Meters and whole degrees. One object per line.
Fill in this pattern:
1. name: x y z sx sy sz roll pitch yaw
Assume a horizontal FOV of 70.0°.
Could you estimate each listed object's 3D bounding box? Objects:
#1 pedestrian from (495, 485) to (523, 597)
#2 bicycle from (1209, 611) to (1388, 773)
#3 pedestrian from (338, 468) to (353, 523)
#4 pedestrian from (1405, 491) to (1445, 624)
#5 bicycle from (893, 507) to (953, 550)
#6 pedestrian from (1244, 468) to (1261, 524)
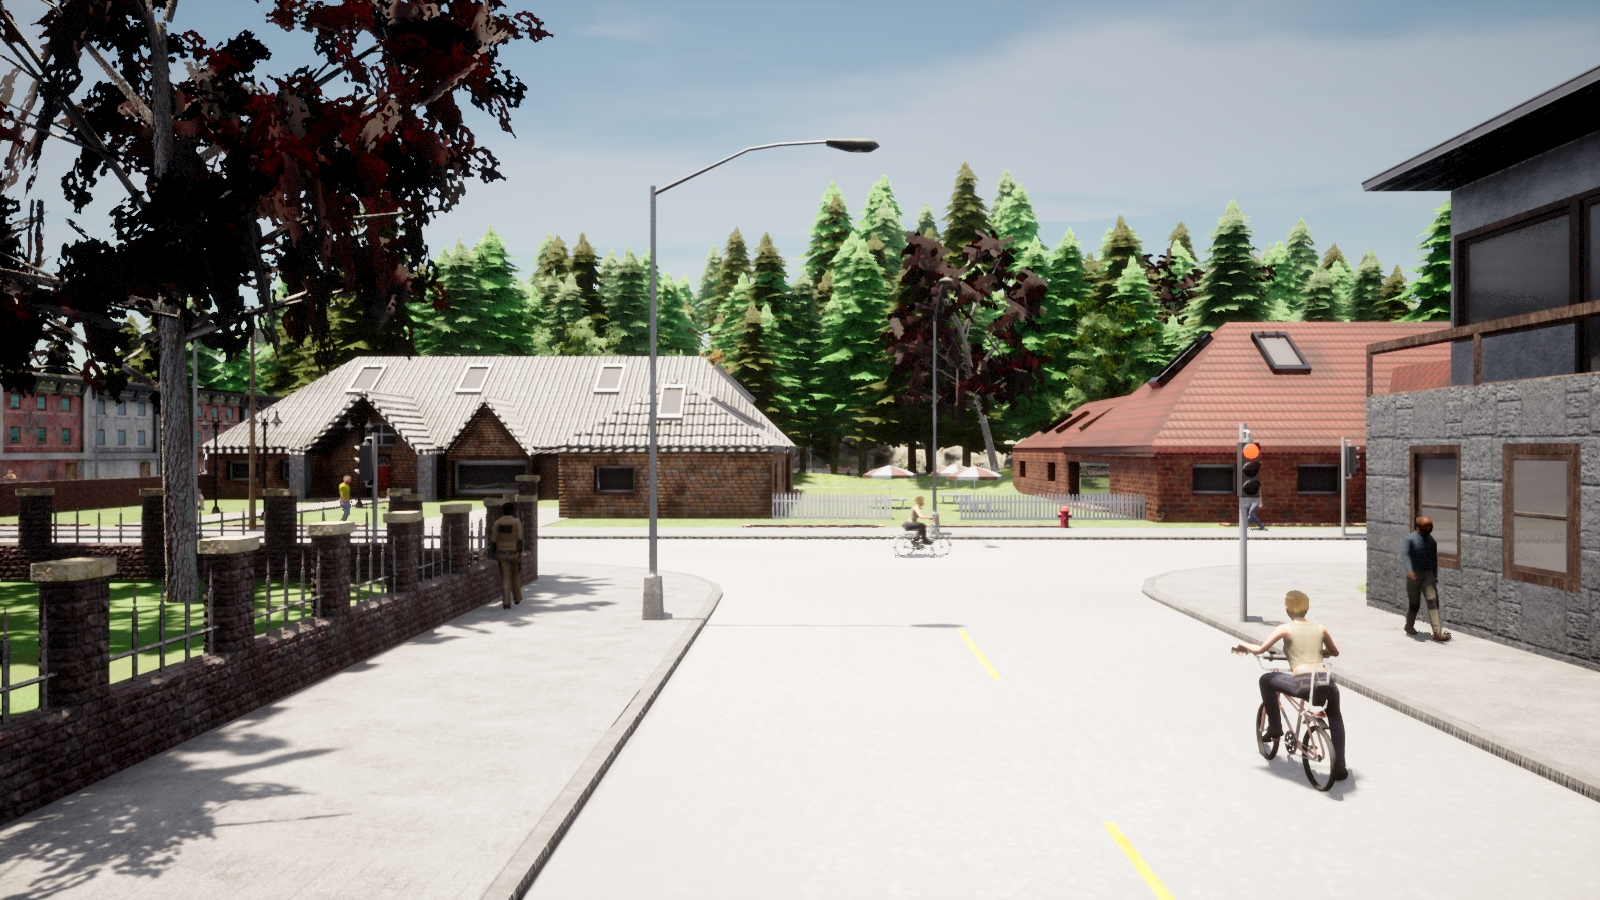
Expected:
1. pedestrian: -4.893 1.523 19.229 0.375 1.860 0.375 0 0 -1
2. bicycle: 4.247 2.036 9.857 0.859 1.080 1.487 0 0 -2
3. pedestrian: -15.295 1.524 38.445 0.375 1.860 0.375 0 0 2
4. pedestrian: 8.864 1.516 16.207 0.375 1.860 0.375 0 0 1
5. bicycle: 3.201 2.036 29.761 1.487 1.080 0.859 0 0 1
6. pedestrian: 15.099 1.524 38.103 0.375 1.860 0.375 0 0 -18
